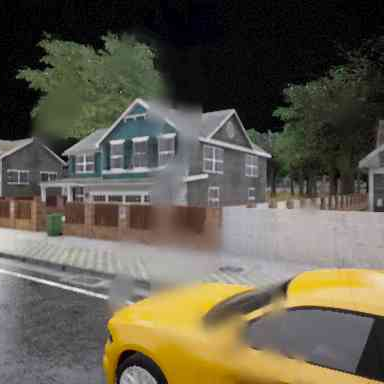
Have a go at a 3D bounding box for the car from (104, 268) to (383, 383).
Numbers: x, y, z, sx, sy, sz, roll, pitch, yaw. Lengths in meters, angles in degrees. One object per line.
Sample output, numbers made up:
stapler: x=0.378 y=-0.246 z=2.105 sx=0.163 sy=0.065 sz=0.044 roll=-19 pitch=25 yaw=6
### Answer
car: x=1.380 y=1.476 z=2.949 sx=5.008 sy=1.535 sz=1.882 roll=0 pitch=0 yaw=33
